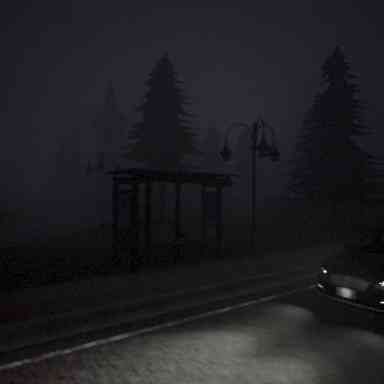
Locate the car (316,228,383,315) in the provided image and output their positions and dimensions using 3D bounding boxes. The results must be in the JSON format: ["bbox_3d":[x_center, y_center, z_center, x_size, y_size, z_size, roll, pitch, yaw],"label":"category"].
[{"bbox_3d":[4.774,1.593,7.465,4.902,1.511,2.128,1,-1,-36],"label":"car"}]
